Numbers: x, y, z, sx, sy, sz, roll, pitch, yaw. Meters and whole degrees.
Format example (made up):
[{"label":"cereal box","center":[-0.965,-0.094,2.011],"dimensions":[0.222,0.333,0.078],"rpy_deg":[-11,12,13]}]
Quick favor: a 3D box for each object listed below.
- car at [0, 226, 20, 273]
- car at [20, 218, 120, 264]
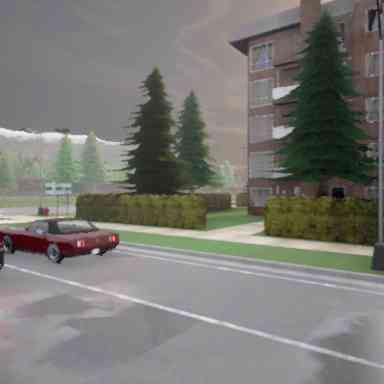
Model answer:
[{"label":"car","center":[-6.781,1.452,8.776],"dimensions":[4.892,1.490,1.837],"rpy_deg":[-2,-1,36]},{"label":"car","center":[-4.806,1.553,11.669],"dimensions":[4.718,1.301,1.895],"rpy_deg":[0,0,36]}]
